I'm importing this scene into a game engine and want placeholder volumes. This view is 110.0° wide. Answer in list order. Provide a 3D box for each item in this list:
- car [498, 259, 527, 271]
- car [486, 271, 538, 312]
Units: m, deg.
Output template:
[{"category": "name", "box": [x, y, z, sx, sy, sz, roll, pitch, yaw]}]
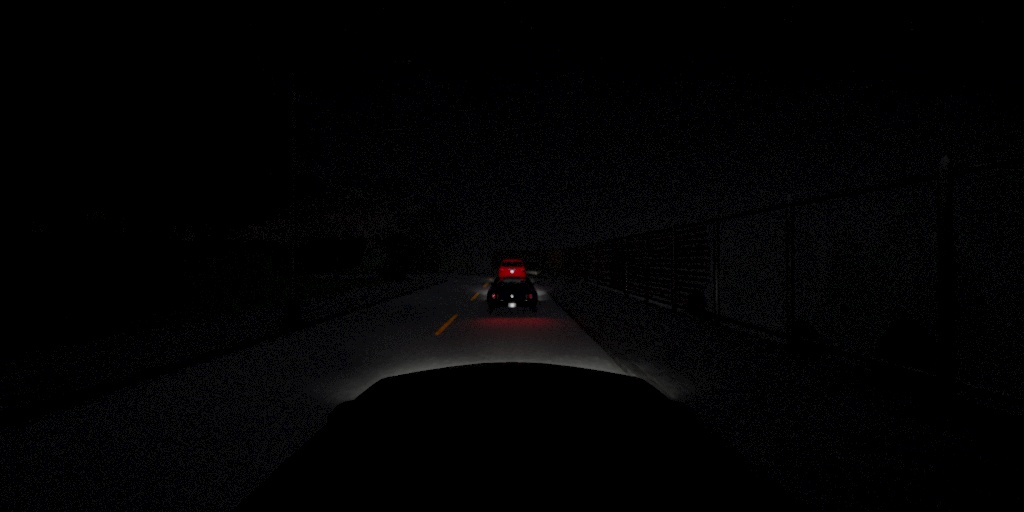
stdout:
[{"category": "car", "box": [0.012, 1.277, 29.420, 2.150, 2.045, 5.566, 0, 0, 0]}, {"category": "car", "box": [0.023, 1.497, 15.080, 1.895, 1.301, 4.718, 0, -1, 0]}]
